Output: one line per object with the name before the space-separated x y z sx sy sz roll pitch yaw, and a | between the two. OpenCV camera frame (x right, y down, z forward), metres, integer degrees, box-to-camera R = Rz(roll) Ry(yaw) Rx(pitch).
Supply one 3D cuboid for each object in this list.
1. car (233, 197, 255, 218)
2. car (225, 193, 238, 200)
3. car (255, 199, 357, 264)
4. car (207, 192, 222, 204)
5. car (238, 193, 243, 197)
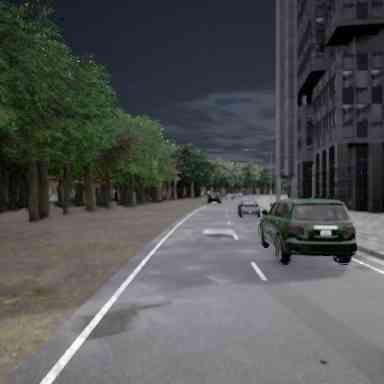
car | 5.106 1.475 30.333 2.128 1.511 4.902 0 0 5
car | 8.661 1.032 75.910 2.033 1.411 5.357 0 1 13
car | 3.883 1.249 12.072 2.150 2.045 5.566 0 0 2
car | 4.002 1.016 58.535 2.150 2.045 5.566 0 0 10
car | 13.083 0.884 92.988 1.895 1.301 4.718 0 1 17
